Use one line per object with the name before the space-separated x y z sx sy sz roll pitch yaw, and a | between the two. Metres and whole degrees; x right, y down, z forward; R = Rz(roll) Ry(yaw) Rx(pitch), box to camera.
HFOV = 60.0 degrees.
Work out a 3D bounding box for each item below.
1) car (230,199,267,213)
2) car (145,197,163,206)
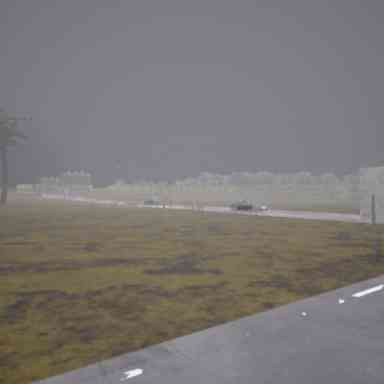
car | 6.610 1.628 39.039 2.128 1.511 4.902 -2 1 -36
car | -6.393 1.642 57.287 1.837 1.490 4.892 -2 1 -35
